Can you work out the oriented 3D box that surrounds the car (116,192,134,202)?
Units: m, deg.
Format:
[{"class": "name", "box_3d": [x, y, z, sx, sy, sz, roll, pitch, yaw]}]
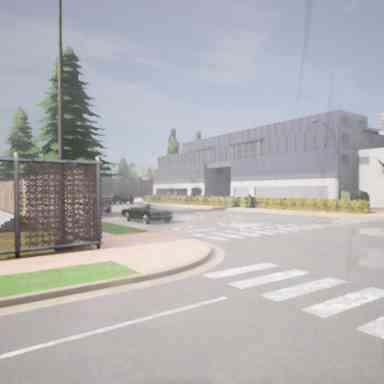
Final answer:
[{"class": "car", "box_3d": [-11.176, 0.959, 53.981, 2.150, 2.045, 5.566, -1, 0, -30]}]

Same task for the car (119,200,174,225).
[{"class": "car", "box_3d": [-3.207, 1.480, 23.522, 1.895, 1.301, 4.718, -1, 1, -35]}]

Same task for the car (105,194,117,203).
[{"class": "car", "box_3d": [-15.458, 1.202, 63.780, 2.128, 1.511, 4.902, -1, 0, -12]}]

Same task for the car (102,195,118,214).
[{"class": "car", "box_3d": [-9.372, 1.370, 32.330, 2.128, 1.511, 4.902, -1, 0, -35]}]

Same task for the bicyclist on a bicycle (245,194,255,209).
[{"class": "bicyclist on a bicycle", "box_3d": [6.304, 0.990, 36.044, 1.656, 1.620, 0.582, -1, 1, -35]}]
